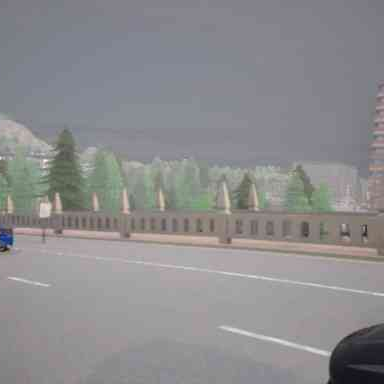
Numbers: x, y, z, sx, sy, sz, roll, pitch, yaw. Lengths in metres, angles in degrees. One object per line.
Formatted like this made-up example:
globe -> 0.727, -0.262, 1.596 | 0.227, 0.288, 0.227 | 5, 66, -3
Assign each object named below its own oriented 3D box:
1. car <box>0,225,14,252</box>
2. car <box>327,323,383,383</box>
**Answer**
car -> -10.408, 2.072, 15.719 | 5.008, 1.535, 1.882 | -3, -2, 35
car -> 3.314, 1.477, 1.627 | 5.008, 1.535, 1.882 | 0, 0, 36
